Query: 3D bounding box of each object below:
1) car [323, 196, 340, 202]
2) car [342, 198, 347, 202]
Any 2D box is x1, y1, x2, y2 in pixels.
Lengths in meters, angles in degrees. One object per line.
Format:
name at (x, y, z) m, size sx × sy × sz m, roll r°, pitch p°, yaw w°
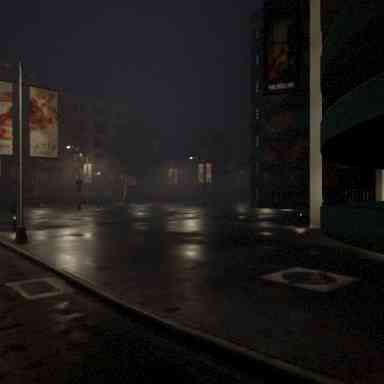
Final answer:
car at (15.615, 1.320, 39.957) m, size 4.674 × 1.452 × 2.002 m, roll 0°, pitch 0°, yaw -41°
car at (22.171, 1.413, 51.038) m, size 4.786 × 1.482 × 2.161 m, roll 0°, pitch 0°, yaw -41°
